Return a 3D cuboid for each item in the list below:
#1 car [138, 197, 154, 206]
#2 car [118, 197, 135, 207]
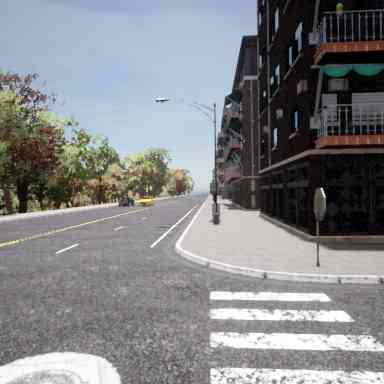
[{"bbox_3d":[-7.305,1.482,53.636,1.882,1.535,5.008,-1,0,3],"label":"car"},{"bbox_3d":[-10.548,1.553,53.831,1.837,1.490,4.892,-1,0,3],"label":"car"}]
